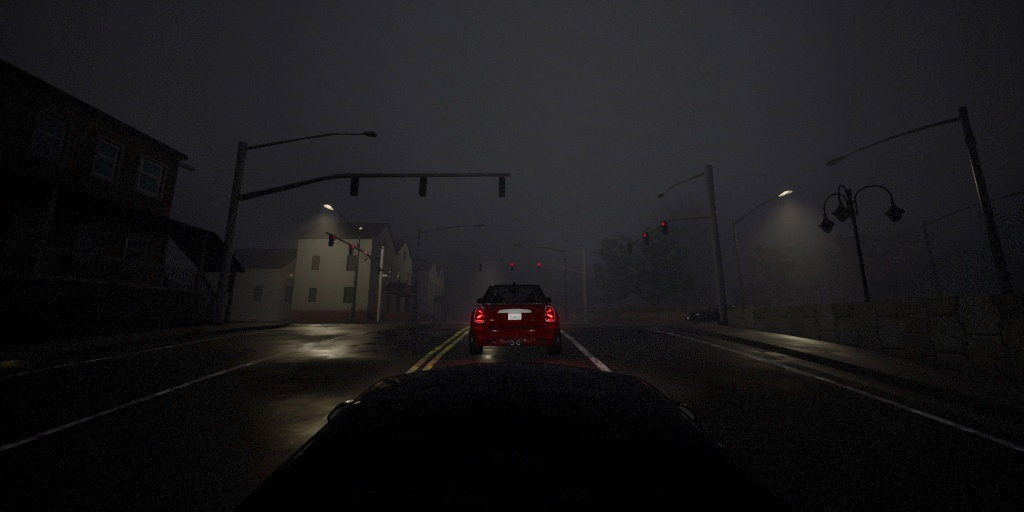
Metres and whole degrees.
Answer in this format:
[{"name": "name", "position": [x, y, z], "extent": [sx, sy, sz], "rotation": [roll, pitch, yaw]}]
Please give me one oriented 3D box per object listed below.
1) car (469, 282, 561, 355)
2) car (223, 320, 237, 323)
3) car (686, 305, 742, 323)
[{"name": "car", "position": [0.065, 1.563, 10.028], "extent": [2.097, 1.767, 4.553], "rotation": [-1, -6, 0]}, {"name": "car", "position": [-19.882, 5.149, 24.875], "extent": [5.008, 1.535, 1.882], "rotation": [-9, -10, 0]}, {"name": "car", "position": [16.322, 4.619, 28.250], "extent": [4.902, 1.511, 2.128], "rotation": [0, -10, 1]}]
